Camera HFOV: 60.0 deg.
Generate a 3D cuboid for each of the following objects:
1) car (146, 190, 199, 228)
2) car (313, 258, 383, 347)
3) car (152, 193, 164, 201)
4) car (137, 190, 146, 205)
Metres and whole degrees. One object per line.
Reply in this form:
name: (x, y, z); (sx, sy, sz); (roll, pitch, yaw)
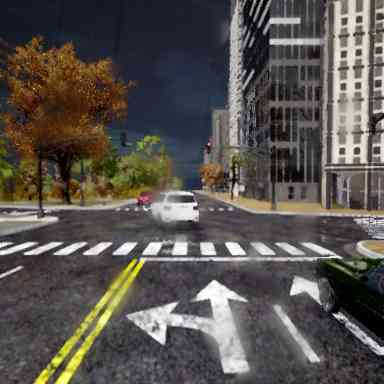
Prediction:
car: (-1.236, 1.033, 20.621); (2.150, 2.045, 5.566); (0, 0, -16)
car: (3.336, 1.557, 4.530); (1.895, 1.301, 4.718); (0, 1, 0)
car: (-6.715, 0.993, 66.965); (1.994, 1.385, 4.181); (0, 0, 0)
car: (-6.731, 0.788, 49.370); (2.150, 2.045, 5.566); (0, 1, 0)
